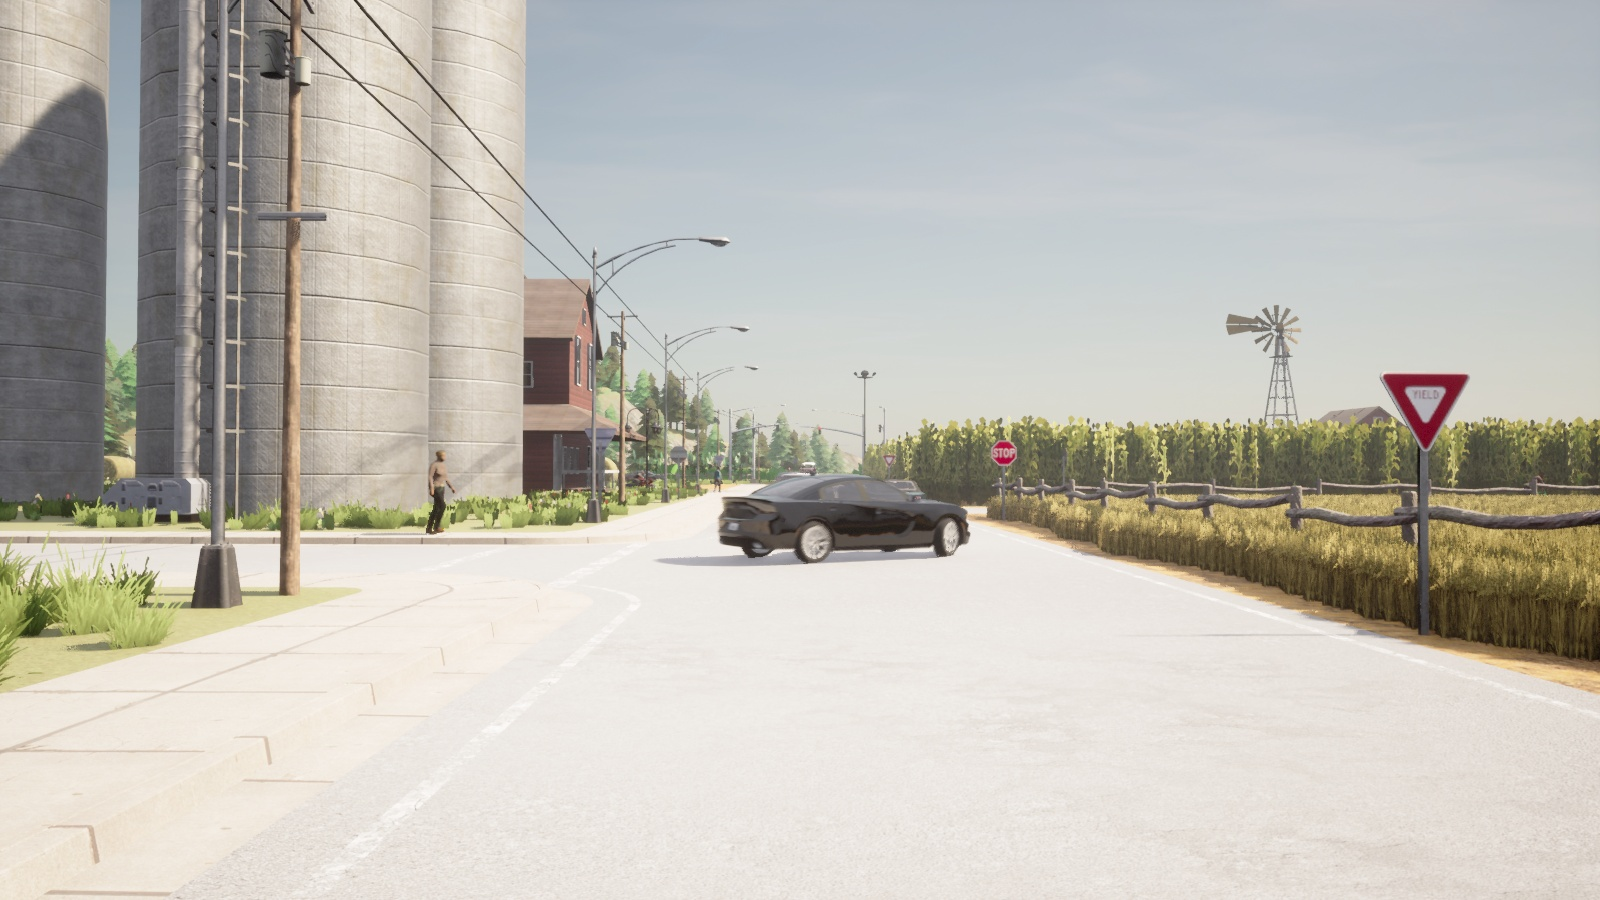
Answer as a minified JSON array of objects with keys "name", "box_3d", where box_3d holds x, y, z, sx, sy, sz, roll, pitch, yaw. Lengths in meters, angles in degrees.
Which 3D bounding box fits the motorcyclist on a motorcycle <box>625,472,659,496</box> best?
[{"name":"motorcyclist on a motorcycle","box_3d":[-10.399,2.250,82.687,2.191,1.530,0.866,0,-1,-1]}]

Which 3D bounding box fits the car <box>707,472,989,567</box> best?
[{"name":"car","box_3d":[0.949,1.169,22.739,5.008,1.535,1.882,0,-1,-36]}]

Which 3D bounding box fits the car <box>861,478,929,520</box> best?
[{"name":"car","box_3d":[3.126,1.612,42.322,1.895,1.301,4.718,0,-1,0]}]

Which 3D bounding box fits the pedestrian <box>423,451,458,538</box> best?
[{"name":"pedestrian","box_3d":[-7.695,0.951,26.868,0.634,1.846,0.331,-1,-1,18]}]
